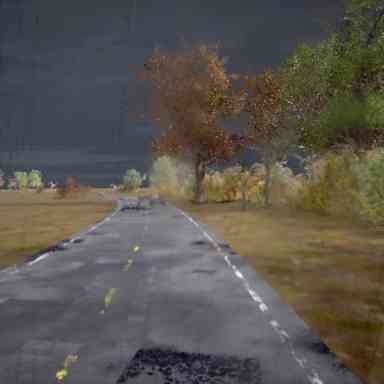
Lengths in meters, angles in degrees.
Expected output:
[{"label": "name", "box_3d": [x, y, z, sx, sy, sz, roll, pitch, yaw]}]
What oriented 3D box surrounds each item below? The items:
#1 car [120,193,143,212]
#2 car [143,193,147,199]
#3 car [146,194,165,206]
[{"label": "car", "box_3d": [-6.181, 1.143, 34.011, 1.837, 1.490, 4.892, -1, 1, -9]}, {"label": "car", "box_3d": [-9.261, 0.907, 63.602, 1.895, 1.301, 4.718, -1, 1, -15]}, {"label": "car", "box_3d": [-4.605, 1.025, 43.526, 1.812, 1.442, 4.674, -1, 1, -11]}]
